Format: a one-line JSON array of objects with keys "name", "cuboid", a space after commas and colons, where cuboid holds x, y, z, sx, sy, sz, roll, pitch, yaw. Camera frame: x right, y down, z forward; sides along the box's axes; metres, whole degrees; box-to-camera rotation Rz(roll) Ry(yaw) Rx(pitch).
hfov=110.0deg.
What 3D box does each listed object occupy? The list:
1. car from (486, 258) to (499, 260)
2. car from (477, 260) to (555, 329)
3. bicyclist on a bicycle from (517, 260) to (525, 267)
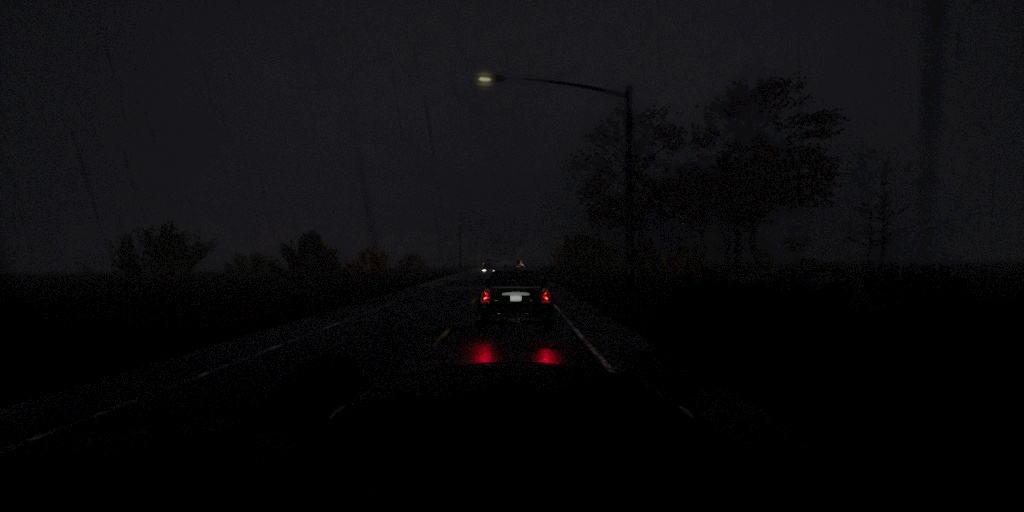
[{"name": "car", "cuboid": [-3.746, 1.310, 59.477, 2.097, 1.767, 4.553, 0, 0, 0]}, {"name": "car", "cuboid": [0.101, 1.136, 11.494, 2.097, 1.767, 4.553, 0, 0, 0]}, {"name": "bicyclist on a bicycle", "cuboid": [0.905, 1.309, 36.250, 0.866, 1.612, 1.509, 0, 0, 0]}]
